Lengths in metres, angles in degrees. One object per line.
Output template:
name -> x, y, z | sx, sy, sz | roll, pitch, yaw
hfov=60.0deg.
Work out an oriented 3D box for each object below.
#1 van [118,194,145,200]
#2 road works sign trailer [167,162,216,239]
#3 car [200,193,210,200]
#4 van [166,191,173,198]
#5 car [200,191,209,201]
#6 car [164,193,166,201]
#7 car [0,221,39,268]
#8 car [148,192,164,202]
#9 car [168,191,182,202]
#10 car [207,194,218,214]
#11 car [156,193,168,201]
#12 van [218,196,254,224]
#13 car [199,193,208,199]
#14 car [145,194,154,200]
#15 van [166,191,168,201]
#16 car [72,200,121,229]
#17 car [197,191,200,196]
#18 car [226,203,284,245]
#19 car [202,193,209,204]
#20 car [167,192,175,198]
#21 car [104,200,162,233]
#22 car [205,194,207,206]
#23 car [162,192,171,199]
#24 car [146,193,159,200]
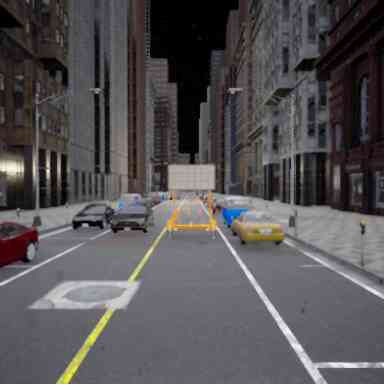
van -> -5.796, 1.092, 31.467 | 1.690, 1.788, 3.998 | 0, 0, 0
road works sign trailer -> -0.016, 0.331, 16.520 | 2.380, 3.560, 2.880 | 0, 0, 0
car -> 2.691, 0.990, 70.941 | 1.887, 1.381, 4.507 | 0, 0, 0
van -> -5.851, 0.656, 87.832 | 1.690, 1.788, 3.998 | 0, 0, 0
car -> 2.707, 1.016, 54.031 | 1.967, 1.590, 4.097 | 0, 0, 0
car -> -5.817, 1.120, 54.014 | 1.887, 1.381, 4.507 | 0, 0, 0
car -> -5.773, 1.472, 8.922 | 1.887, 1.381, 4.507 | 0, 0, 0
car -> -5.813, 0.934, 48.376 | 2.192, 1.841, 5.009 | 0, 0, 0
car -> -3.059, 0.941, 60.811 | 1.837, 1.490, 4.892 | 0, 0, 0
car -> 2.729, 1.191, 31.487 | 1.967, 1.590, 4.097 | 0, 0, 0
car -> -5.829, 0.929, 65.287 | 1.967, 1.590, 4.097 | 0, 0, 0
van -> 2.740, 1.180, 20.214 | 1.690, 1.788, 3.998 | 0, 0, 0
car -> 2.686, 0.967, 76.578 | 1.947, 1.339, 4.313 | 0, 0, 0
car -> -5.801, 1.273, 37.105 | 1.947, 1.339, 4.313 | 0, 0, 0
van -> -5.824, 0.873, 59.650 | 1.690, 1.788, 3.998 | 0, 0, 0
car -> -5.784, 1.404, 20.195 | 1.947, 1.339, 4.313 | 0, 0, 0
car -> 2.696, 0.804, 65.304 | 2.192, 1.841, 5.009 | 0, 0, 0
car -> 2.746, 1.406, 14.750 | 1.752, 1.417, 4.829 | 0, 0, 0
car -> 2.719, 1.214, 42.760 | 2.008, 1.369, 4.403 | 0, 0, 0
car -> -5.856, 0.799, 93.300 | 1.752, 1.417, 4.829 | 0, 0, 0
car -> -3.118, 1.398, 18.684 | 2.033, 1.411, 5.357 | 0, 0, 0
car -> 2.724, 1.231, 37.294 | 1.752, 1.417, 4.829 | 0, 0, 0
car -> -5.840, 0.841, 76.560 | 1.967, 1.590, 4.097 | 0, 0, 0
car -> -5.806, 1.229, 42.741 | 1.947, 1.339, 4.313 | 0, 0, 0
